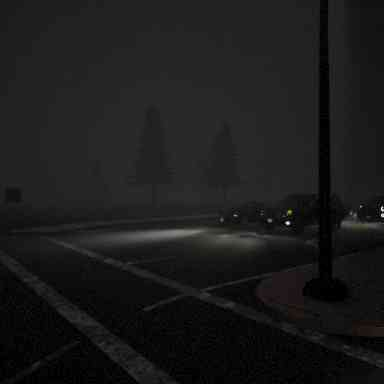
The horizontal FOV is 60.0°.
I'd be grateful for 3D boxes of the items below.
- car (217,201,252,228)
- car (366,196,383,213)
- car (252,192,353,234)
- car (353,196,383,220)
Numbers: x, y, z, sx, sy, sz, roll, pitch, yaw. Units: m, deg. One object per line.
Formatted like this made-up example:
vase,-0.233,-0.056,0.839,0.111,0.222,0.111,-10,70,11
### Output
car,3.739,1.333,20.957,4.902,1.511,2.128,-1,0,-36
car,19.187,1.138,32.186,4.902,1.511,2.128,-1,0,-36
car,6.210,1.058,18.436,5.566,2.045,2.150,-1,0,-35
car,13.871,1.092,24.002,4.553,1.767,2.097,-1,0,-36
